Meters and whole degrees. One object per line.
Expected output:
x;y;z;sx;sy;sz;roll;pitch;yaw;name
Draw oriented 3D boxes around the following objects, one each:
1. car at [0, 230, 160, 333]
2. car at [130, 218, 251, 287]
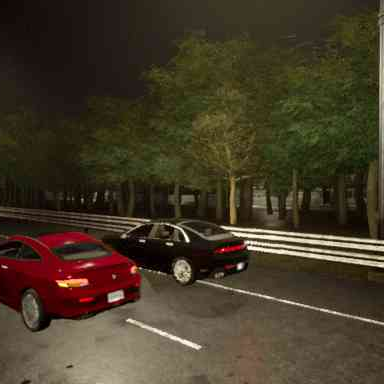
-3.011;1.529;6.805;4.674;1.442;1.812;-1;0;39;car
-0.725;1.508;9.448;4.892;1.490;1.837;0;0;39;car
